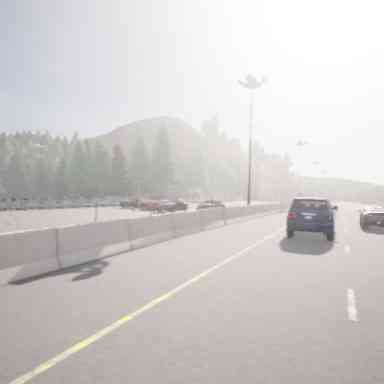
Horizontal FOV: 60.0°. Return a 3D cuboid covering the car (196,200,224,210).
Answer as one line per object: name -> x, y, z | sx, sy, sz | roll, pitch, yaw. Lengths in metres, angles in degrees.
car -> 2.070, 1.470, 33.885 | 1.837, 1.490, 4.892 | 2, 0, 25

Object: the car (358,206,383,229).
car -> 12.633, 1.734, 22.852 | 2.128, 1.511, 4.902 | 2, 0, 25

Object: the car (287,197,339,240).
car -> 6.466, 1.279, 17.738 | 2.150, 2.045, 5.566 | 2, 0, 25

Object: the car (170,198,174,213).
car -> -1.829, 1.372, 33.774 | 1.812, 1.442, 4.674 | 2, 0, 25

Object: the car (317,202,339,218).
car -> 14.865, 1.913, 36.193 | 2.033, 1.411, 5.357 | 2, 0, 25
